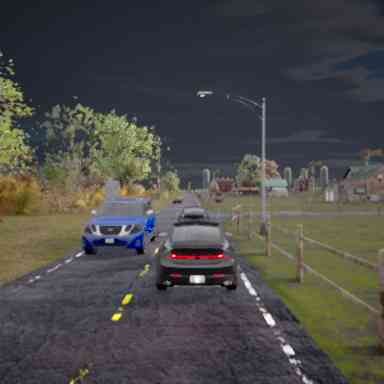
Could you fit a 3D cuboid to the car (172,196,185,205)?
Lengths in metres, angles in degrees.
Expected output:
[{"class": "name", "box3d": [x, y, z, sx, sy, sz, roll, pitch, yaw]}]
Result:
[{"class": "car", "box3d": [-2.749, 1.782, 63.857, 1.895, 1.301, 4.718, 0, 0, 1]}]

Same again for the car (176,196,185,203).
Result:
[{"class": "car", "box3d": [-2.705, 1.676, 79.567, 1.882, 1.535, 5.008, 0, 0, 0]}]

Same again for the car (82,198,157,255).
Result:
[{"class": "car", "box3d": [-2.743, 1.271, 13.836, 2.150, 2.045, 5.566, 0, 0, 0]}]

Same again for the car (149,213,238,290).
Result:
[{"class": "car", "box3d": [0.105, 1.537, 9.128, 1.837, 1.490, 4.892, 0, -1, 0]}]

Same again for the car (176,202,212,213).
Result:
[{"class": "car", "box3d": [0.109, 1.575, 19.537, 1.837, 1.490, 4.892, 0, 0, 0]}]
